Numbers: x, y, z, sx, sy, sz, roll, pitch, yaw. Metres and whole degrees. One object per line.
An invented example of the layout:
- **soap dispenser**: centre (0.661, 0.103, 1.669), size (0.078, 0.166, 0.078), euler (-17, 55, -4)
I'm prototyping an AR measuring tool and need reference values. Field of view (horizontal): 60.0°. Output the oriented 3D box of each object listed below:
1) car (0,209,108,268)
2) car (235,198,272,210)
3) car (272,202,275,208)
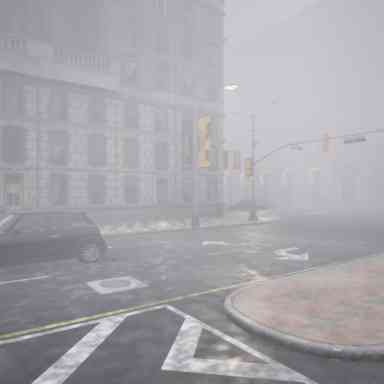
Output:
- **car**: centre (-5.046, 1.352, 10.217), size (4.553, 1.767, 2.097), euler (0, 0, -35)
- **car**: centre (7.227, 1.562, 40.579), size (1.994, 1.385, 4.181), euler (0, 0, -36)
- **car**: centre (8.788, 1.489, 44.411), size (2.128, 1.511, 4.902), euler (0, 0, -36)
